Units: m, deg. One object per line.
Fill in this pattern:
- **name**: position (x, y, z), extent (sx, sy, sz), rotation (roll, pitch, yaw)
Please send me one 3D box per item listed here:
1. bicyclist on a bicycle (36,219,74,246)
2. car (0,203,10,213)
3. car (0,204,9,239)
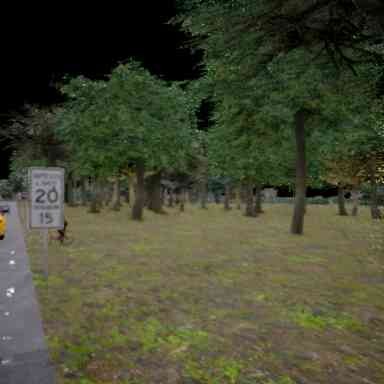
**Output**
- **bicyclist on a bicycle**: position (-6.232, 1.640, 15.232), extent (1.656, 1.620, 0.582), rotation (2, -2, -28)
- **car**: position (-22.810, 1.955, 39.689), extent (1.895, 1.301, 4.718), rotation (1, -1, -28)
- **car**: position (-11.184, 1.630, 18.025), extent (1.882, 1.535, 5.008), rotation (1, -1, -28)
